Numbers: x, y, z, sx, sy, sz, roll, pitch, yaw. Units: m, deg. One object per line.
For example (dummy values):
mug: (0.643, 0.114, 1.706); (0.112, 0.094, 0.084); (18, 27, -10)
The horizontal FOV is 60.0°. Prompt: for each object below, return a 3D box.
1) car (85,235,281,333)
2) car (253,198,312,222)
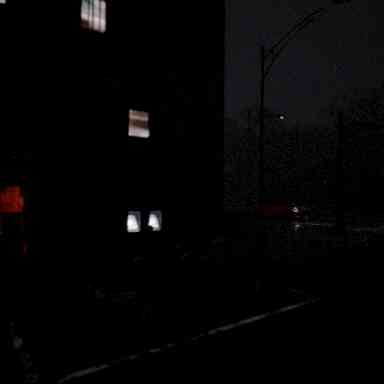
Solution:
car: (0.036, 1.581, 6.732); (4.206, 1.307, 1.802); (0, 1, -35)
car: (6.886, 1.265, 25.548); (2.097, 1.767, 4.553); (1, -1, -34)
